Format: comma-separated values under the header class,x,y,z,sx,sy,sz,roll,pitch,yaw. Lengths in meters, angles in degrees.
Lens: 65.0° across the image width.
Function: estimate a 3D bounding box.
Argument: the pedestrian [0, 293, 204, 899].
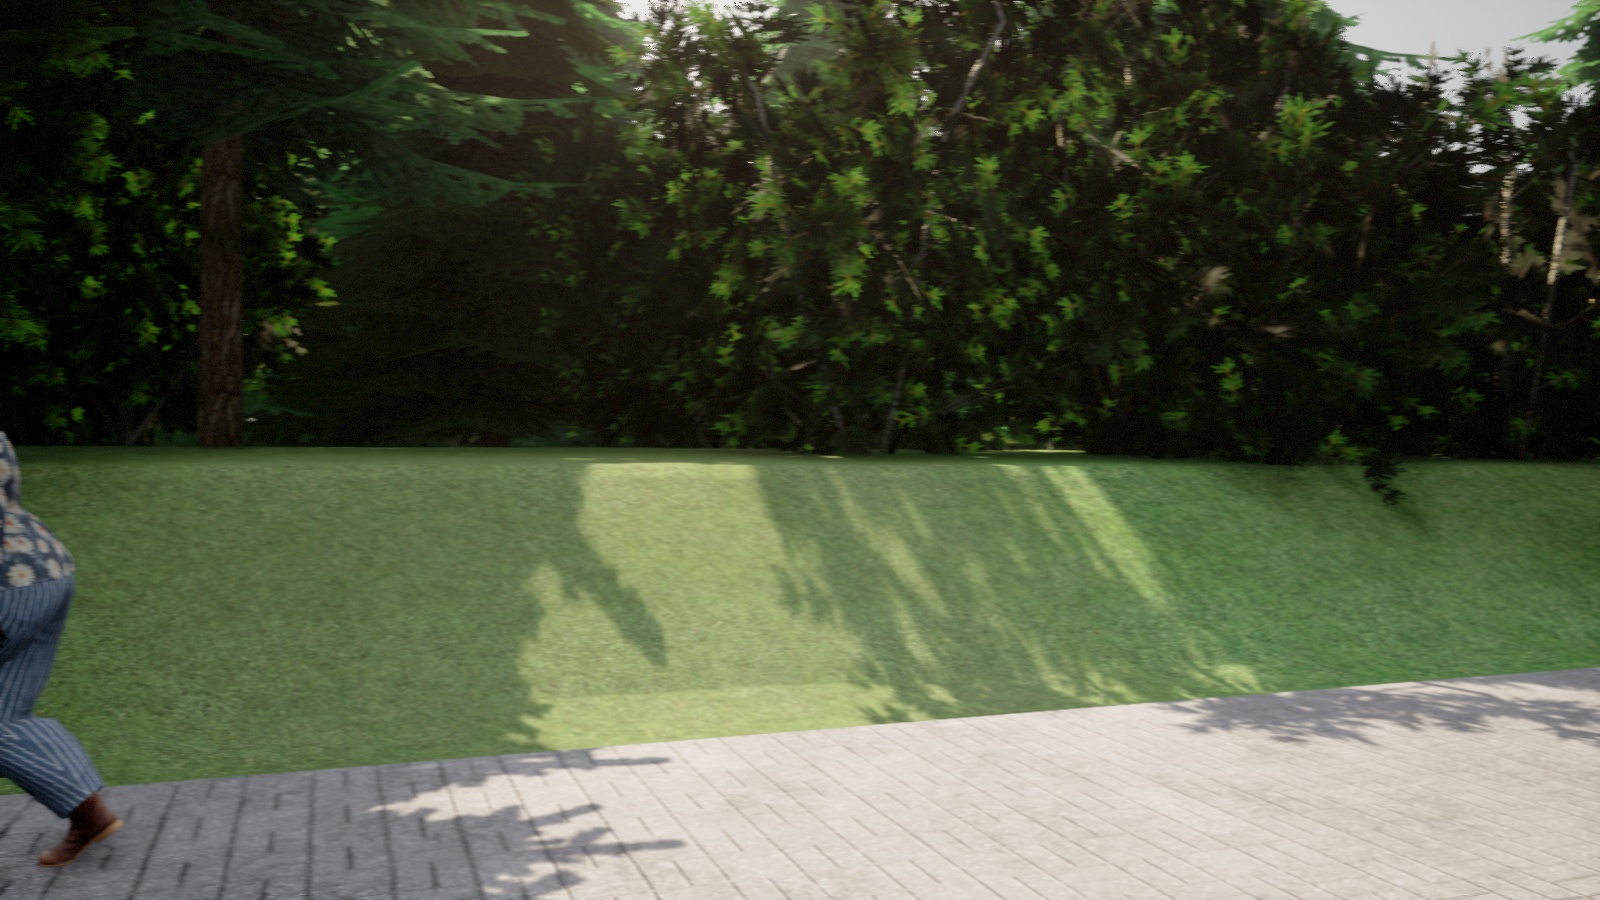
class,x,y,z,sx,sy,sz,roll,pitch,yaw
pedestrian,-2.485,0.469,4.036,0.900,1.855,0.874,-1,1,-19
